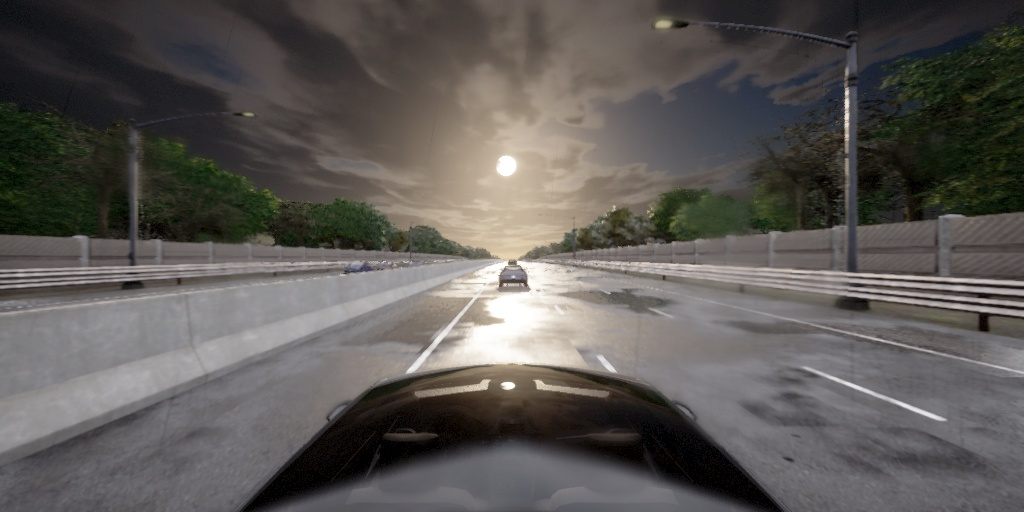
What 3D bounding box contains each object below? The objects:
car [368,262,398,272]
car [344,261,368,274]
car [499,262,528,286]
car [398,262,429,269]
[{"bbox_3d":[-14.073,1.365,40.268,1.994,1.385,4.181,0,0,0],"label":"car"},{"bbox_3d":[-17.567,1.331,41.368,1.812,1.442,4.674,0,0,0],"label":"car"},{"bbox_3d":[0.093,1.331,25.584,1.994,1.385,4.181,0,0,0],"label":"car"},{"bbox_3d":[-10.572,1.348,39.959,2.033,1.411,5.357,0,0,1],"label":"car"}]
